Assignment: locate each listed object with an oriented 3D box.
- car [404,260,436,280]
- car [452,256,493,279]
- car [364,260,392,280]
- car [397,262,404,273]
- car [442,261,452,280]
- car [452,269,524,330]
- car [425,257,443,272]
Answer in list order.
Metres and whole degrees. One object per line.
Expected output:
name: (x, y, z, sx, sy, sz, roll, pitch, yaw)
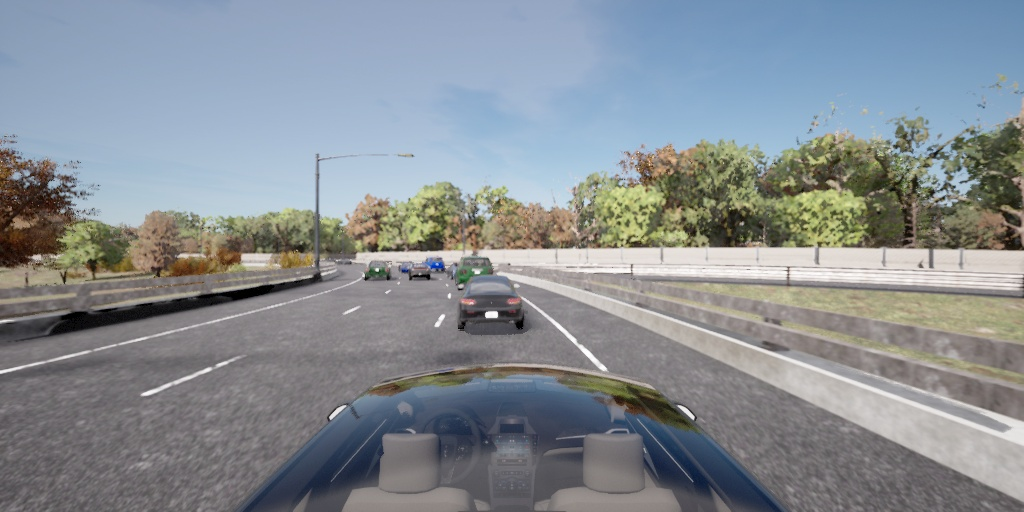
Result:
car: (-8.499, 1.353, 32.802, 2.128, 1.511, 4.902, 0, 0, -17)
car: (-2.461, 1.044, 22.944, 2.150, 2.045, 5.566, 0, 0, -11)
car: (-12.139, 1.217, 32.667, 2.097, 1.767, 4.553, 0, 0, -17)
car: (-13.451, 1.474, 45.900, 1.994, 1.385, 4.181, 0, 0, -23)
car: (-4.962, 1.406, 33.257, 2.033, 1.411, 5.357, 0, 0, -16)
car: (-0.707, 1.308, 11.185, 1.812, 1.442, 4.674, 0, 0, -5)
car: (-10.659, 1.138, 48.283, 2.150, 2.045, 5.566, 0, 0, -24)
